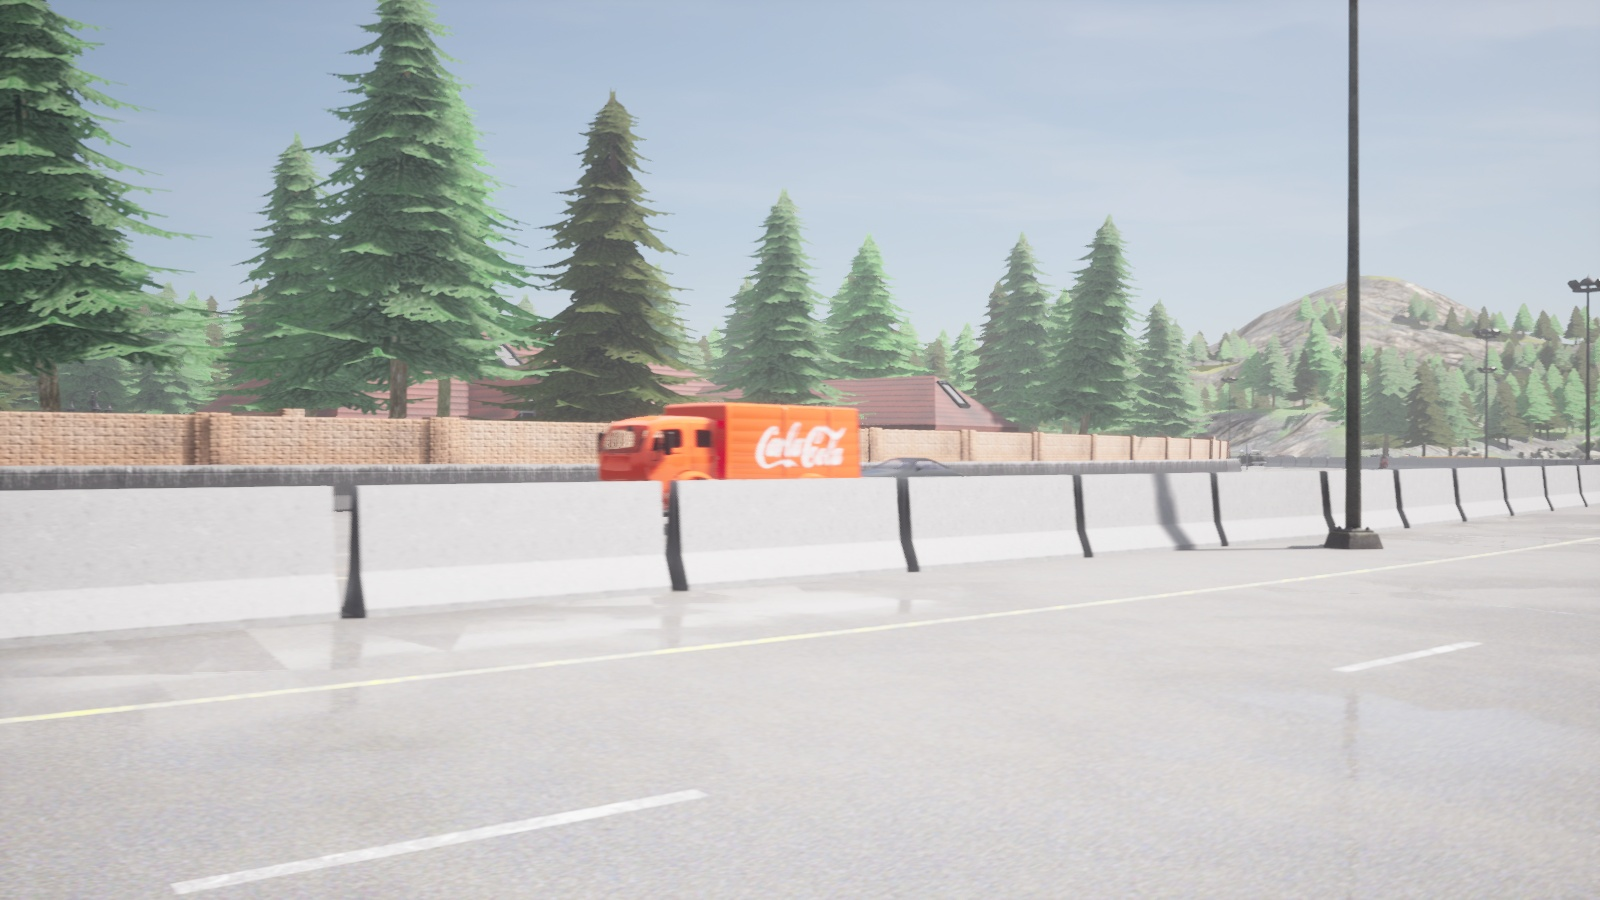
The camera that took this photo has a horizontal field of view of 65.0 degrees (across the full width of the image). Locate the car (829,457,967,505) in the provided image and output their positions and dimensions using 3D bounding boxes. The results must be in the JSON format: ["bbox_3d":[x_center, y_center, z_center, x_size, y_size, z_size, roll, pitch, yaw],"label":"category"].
[{"bbox_3d":[3.046,0.907,38.436,1.994,1.385,4.181,0,0,45],"label":"car"}]

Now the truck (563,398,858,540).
[{"bbox_3d":[-1.675,0.329,24.566,5.204,2.467,2.627,0,0,-40],"label":"truck"}]
